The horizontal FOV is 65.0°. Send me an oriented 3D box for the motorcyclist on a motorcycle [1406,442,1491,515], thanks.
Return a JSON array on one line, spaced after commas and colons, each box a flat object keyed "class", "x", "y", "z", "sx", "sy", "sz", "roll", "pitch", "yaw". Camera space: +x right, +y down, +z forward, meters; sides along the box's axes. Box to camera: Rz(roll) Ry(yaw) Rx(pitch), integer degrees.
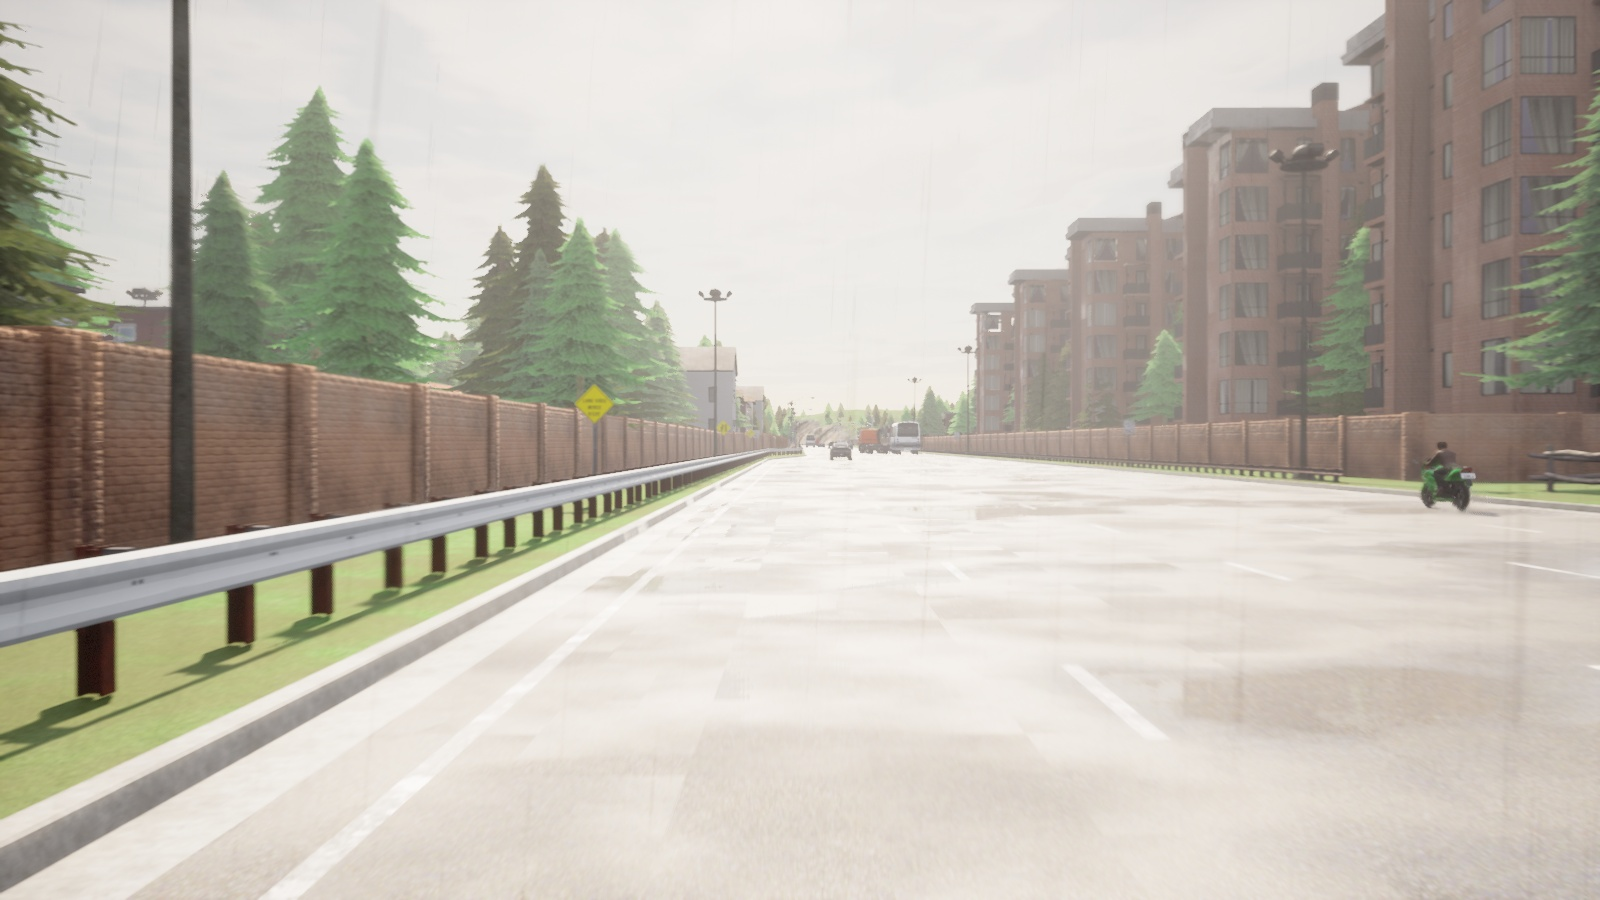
[{"class": "motorcyclist on a motorcycle", "x": 14.053, "y": 0.587, "z": 27.288, "sx": 0.797, "sy": 1.523, "sz": 2.044, "roll": 0, "pitch": 0, "yaw": 0}]
